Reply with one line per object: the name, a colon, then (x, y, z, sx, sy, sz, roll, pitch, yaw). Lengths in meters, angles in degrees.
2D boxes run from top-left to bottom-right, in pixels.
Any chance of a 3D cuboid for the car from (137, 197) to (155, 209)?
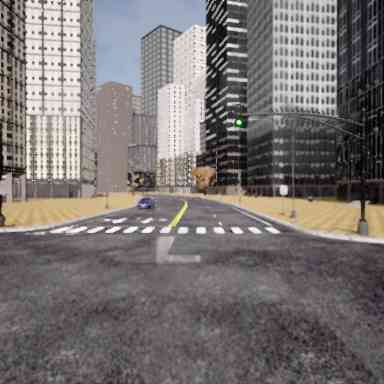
car: (-5.874, 1.431, 42.657, 1.812, 1.442, 4.674, 0, 0, 1)
